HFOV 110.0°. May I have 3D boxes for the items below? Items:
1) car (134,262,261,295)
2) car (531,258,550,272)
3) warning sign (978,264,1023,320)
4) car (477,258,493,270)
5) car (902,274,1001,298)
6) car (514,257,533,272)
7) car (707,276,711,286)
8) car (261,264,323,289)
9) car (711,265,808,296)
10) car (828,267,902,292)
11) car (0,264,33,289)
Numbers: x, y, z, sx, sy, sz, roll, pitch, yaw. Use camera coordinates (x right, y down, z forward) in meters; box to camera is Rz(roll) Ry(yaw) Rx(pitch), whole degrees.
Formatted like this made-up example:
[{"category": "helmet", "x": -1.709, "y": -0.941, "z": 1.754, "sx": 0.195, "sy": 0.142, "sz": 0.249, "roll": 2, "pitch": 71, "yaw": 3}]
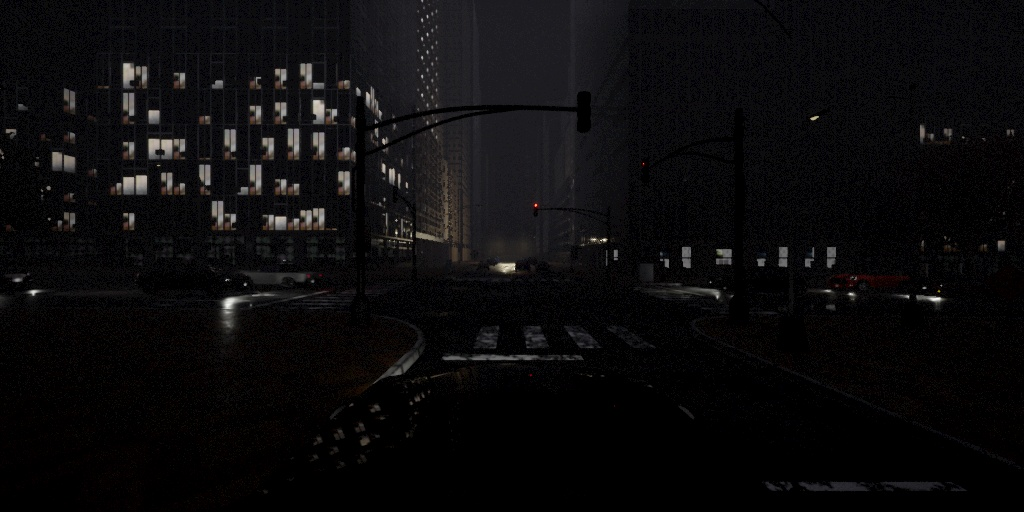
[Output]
[{"category": "car", "x": -14.958, "y": 1.026, "z": 16.940, "sx": 4.674, "sy": 1.442, "sz": 1.812, "roll": 1, "pitch": 0, "yaw": -1}, {"category": "car", "x": 3.905, "y": 1.329, "z": 46.238, "sx": 1.948, "sy": 1.339, "sz": 4.313, "roll": 0, "pitch": 0, "yaw": 0}, {"category": "warning sign", "x": 17.269, "y": 1.204, "z": 12.442, "sx": 1.060, "sy": 1.860, "sz": 1.300, "roll": 0, "pitch": 0, "yaw": -3}, {"category": "car", "x": -4.051, "y": 1.342, "z": 51.726, "sx": 1.802, "sy": 1.307, "sz": 4.207, "roll": 0, "pitch": 0, "yaw": 0}, {"category": "car", "x": 27.640, "y": 1.834, "z": 22.386, "sx": 4.181, "sy": 1.385, "sz": 1.994, "roll": 1, "pitch": 0, "yaw": -3}, {"category": "car", "x": 1.360, "y": 1.240, "z": 47.561, "sx": 1.882, "sy": 1.535, "sz": 5.008, "roll": 0, "pitch": 0, "yaw": 0}, {"category": "car", "x": 16.175, "y": 1.591, "z": 25.104, "sx": 4.674, "sy": 1.442, "sz": 1.812, "roll": 1, "pitch": 0, "yaw": -3}, {"category": "car", "x": -13.621, "y": 1.124, "z": 20.456, "sx": 4.718, "sy": 1.301, "sz": 1.895, "roll": 1, "pitch": 0, "yaw": -3}, {"category": "car", "x": 15.131, "y": 1.399, "z": 21.802, "sx": 4.553, "sy": 1.767, "sz": 2.097, "roll": 1, "pitch": 0, "yaw": -3}, {"category": "car", "x": 25.310, "y": 1.585, "z": 25.531, "sx": 4.553, "sy": 1.767, "sz": 2.097, "roll": 1, "pitch": 0, "yaw": -3}, {"category": "car", "x": -25.296, "y": 0.802, "z": 16.457, "sx": 4.902, "sy": 1.511, "sz": 2.128, "roll": 1, "pitch": 0, "yaw": -3}]
